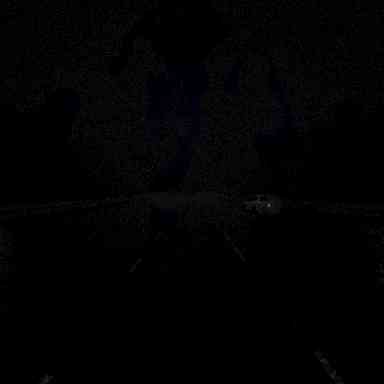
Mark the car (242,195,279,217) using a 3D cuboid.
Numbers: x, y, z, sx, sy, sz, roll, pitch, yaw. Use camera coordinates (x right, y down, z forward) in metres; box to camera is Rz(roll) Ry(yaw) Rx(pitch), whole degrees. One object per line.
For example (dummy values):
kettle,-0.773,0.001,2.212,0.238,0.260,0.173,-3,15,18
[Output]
car,6.615,1.276,32.604,2.150,2.045,5.566,0,0,-8
